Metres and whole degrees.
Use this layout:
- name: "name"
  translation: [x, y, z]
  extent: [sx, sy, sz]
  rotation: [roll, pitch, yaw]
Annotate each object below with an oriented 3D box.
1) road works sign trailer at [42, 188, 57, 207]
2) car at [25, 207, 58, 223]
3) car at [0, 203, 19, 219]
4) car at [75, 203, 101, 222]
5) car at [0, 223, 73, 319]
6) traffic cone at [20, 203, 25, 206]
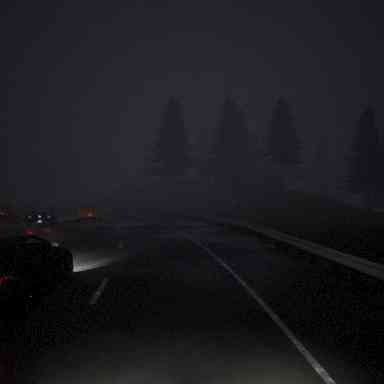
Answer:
- name: "road works sign trailer"
  translation: [-27.890, 1.020, 64.283]
  extent: [2.880, 3.560, 2.380]
  rotation: [-1, -1, 40]
- name: "car"
  translation: [-11.588, 1.826, 25.895]
  extent: [1.895, 1.301, 4.718]
  rotation: [0, 0, -18]
- name: "car"
  translation: [-17.731, 1.769, 31.784]
  extent: [1.882, 1.535, 5.008]
  rotation: [0, -1, -24]
- name: "car"
  translation: [-9.105, 1.715, 29.167]
  extent: [1.882, 1.535, 5.008]
  rotation: [0, 0, -20]
- name: "car"
  translation: [-4.085, 1.632, 7.410]
  extent: [1.994, 1.385, 4.181]
  rotation: [0, 0, -6]
- name: "traffic cone"
  translation: [-34.181, 2.560, 67.672]
  extent: [0.340, 0.580, 0.340]
  rotation: [-1, -1, 40]
